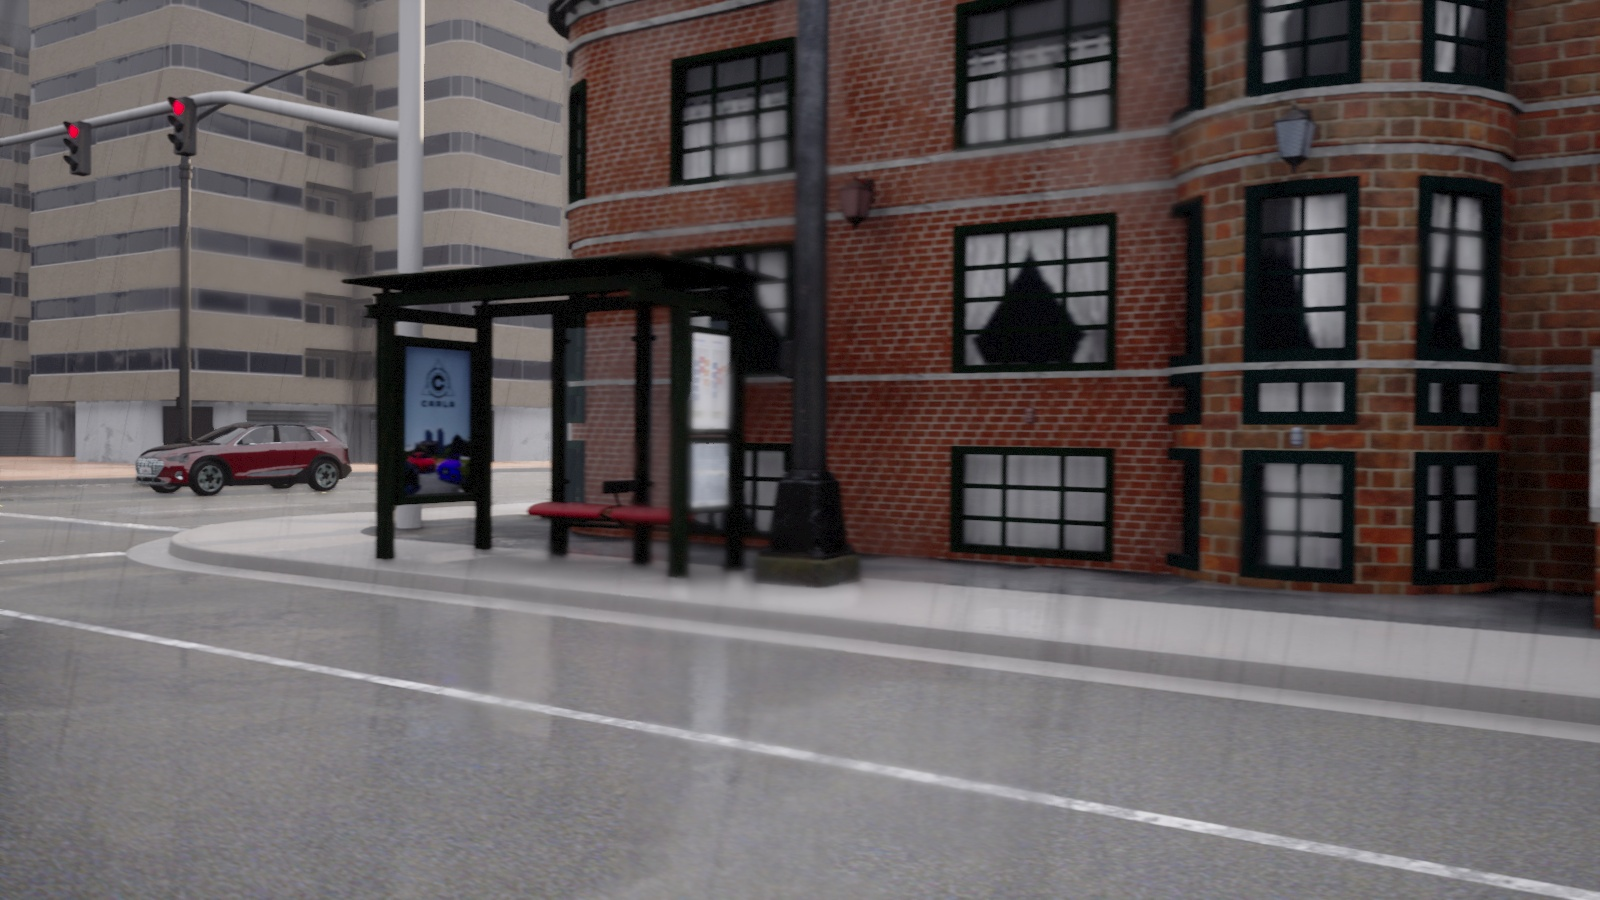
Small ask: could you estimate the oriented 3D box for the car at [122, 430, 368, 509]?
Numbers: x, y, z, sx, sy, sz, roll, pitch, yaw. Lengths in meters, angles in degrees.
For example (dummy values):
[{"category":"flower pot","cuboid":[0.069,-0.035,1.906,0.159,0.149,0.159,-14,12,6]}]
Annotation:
[{"category":"car","cuboid":[-12.648,0.384,28.946,2.033,1.649,4.856,0,1,33]}]
